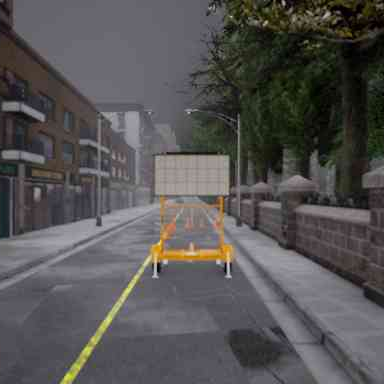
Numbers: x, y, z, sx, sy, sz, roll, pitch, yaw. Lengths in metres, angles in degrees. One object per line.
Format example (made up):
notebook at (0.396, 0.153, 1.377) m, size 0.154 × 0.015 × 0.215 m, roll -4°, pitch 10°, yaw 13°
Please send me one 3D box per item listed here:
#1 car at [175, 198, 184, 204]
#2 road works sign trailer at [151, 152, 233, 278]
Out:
car at (-3.010, 2.265, 81.944) m, size 2.033 × 1.411 × 5.357 m, roll 0°, pitch -1°, yaw 0°
road works sign trailer at (-0.001, 0.546, 10.435) m, size 2.380 × 3.560 × 2.880 m, roll 0°, pitch 0°, yaw 0°
